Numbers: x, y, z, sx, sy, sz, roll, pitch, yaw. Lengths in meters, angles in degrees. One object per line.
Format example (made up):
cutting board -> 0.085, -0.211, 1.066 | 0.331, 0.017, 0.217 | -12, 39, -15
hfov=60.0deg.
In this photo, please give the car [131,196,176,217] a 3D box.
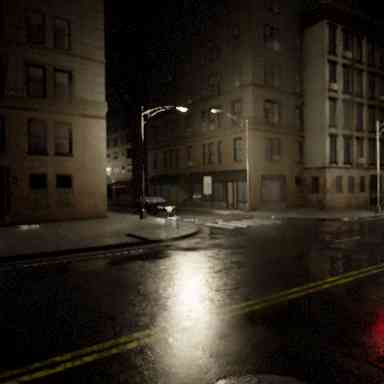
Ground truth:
car -> -3.120, 1.086, 26.481 | 2.128, 1.511, 4.902 | -1, 1, -37
